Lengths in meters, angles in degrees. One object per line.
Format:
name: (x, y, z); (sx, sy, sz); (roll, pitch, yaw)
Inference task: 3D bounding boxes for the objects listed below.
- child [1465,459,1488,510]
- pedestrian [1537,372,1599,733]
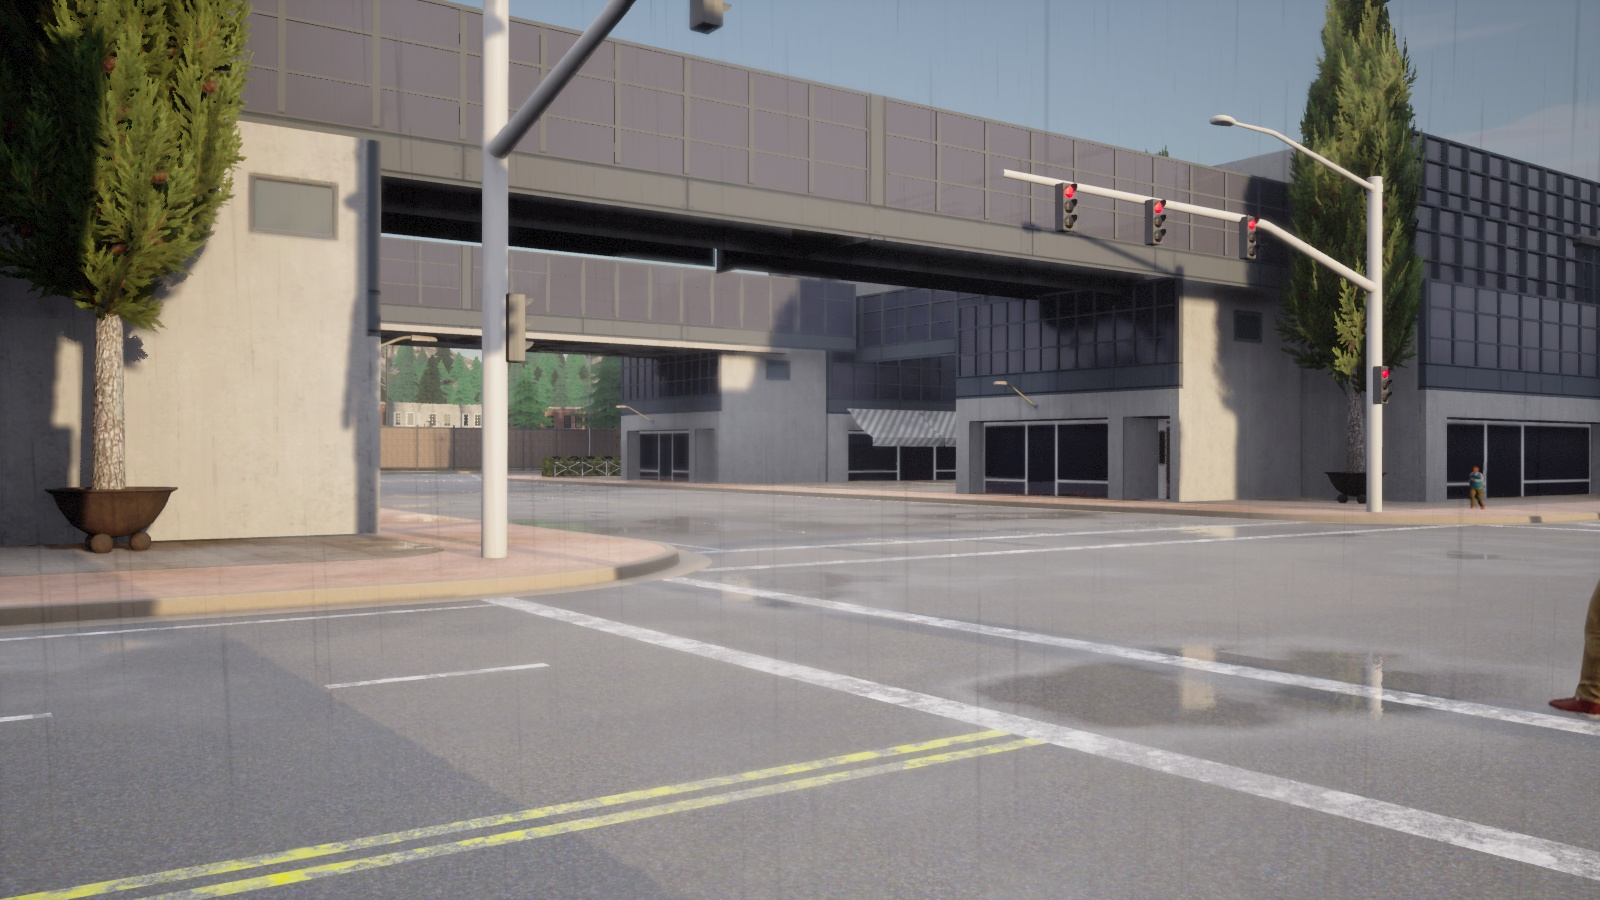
child: (16.174, 0.823, 30.025); (0.448, 1.192, 0.343); (0, 0, -38)
pedestrian: (4.533, 0.554, 6.838); (0.423, 1.949, 0.788); (0, 0, -35)
